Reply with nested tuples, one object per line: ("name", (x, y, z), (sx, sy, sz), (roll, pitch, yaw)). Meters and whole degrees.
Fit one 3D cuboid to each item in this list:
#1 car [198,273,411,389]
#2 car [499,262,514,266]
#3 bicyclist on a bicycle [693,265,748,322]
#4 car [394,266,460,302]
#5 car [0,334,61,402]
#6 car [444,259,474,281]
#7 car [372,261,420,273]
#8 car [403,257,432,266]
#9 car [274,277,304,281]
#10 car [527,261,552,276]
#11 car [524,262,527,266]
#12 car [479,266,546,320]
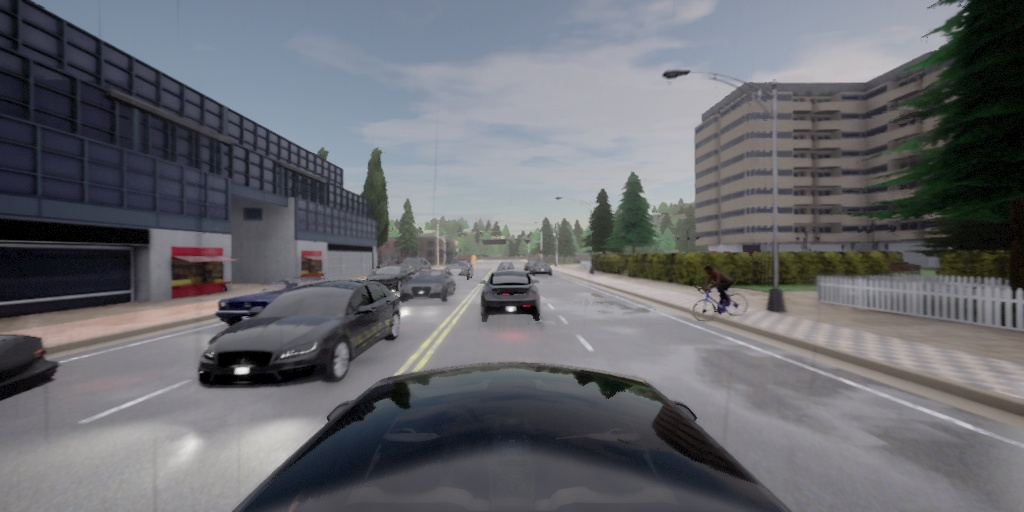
("car", (-3.673, 1.287, 7.235), (1.837, 1.490, 4.892), (0, 0, -1))
("car", (-0.605, 1.318, 37.768), (2.033, 1.411, 5.357), (0, 0, -1))
("bicyclist on a bicycle", (5.990, 1.060, 10.449), (1.656, 1.620, 0.582), (-10, 0, -1))
("car", (-3.867, 1.352, 17.136), (1.994, 1.385, 4.181), (0, 0, -1))
("car", (-7.068, 1.355, 2.423), (2.033, 1.411, 5.357), (0, 0, -2))
("car", (-3.972, 0.973, 27.291), (2.128, 1.511, 4.902), (0, 0, -1))
("car", (-7.471, 1.297, 22.469), (1.882, 1.535, 5.008), (0, 0, -1))
("car", (-7.473, 0.831, 27.252), (2.097, 1.767, 4.553), (0, 0, -1))
("car", (-7.269, 1.414, 12.013), (1.895, 1.301, 4.718), (0, 0, -1))
("car", (2.944, 1.306, 36.867), (1.994, 1.385, 4.181), (0, 0, -1))
("car", (2.708, 1.313, 48.616), (1.994, 1.385, 4.181), (0, 0, -1))
("car", (-0.076, 1.260, 12.644), (1.837, 1.490, 4.892), (0, 0, -1))
